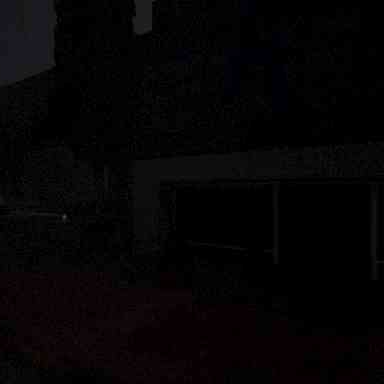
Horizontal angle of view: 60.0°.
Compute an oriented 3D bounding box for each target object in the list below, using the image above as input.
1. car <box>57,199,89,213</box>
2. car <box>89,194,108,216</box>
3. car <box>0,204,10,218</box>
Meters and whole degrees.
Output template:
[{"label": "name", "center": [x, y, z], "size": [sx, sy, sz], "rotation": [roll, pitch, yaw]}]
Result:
[{"label": "car", "center": [-12.292, 1.505, 36.317], "size": [1.837, 1.490, 4.892], "rotation": [0, 0, 36]}, {"label": "car", "center": [-6.607, 1.221, 31.893], "size": [2.150, 2.045, 5.566], "rotation": [0, 0, 36]}, {"label": "car", "center": [-18.205, 1.478, 28.108], "size": [1.882, 1.535, 5.008], "rotation": [0, 0, 36]}]
